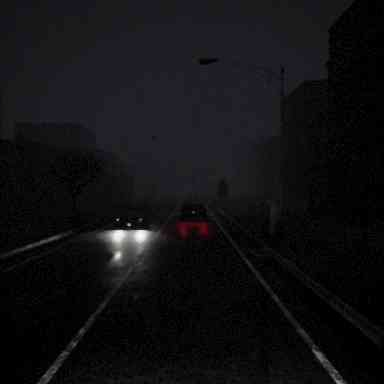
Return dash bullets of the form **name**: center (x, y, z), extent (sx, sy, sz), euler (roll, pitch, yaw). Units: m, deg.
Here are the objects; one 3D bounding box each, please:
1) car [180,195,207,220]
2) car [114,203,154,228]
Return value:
- **car**: center (0.111, 1.271, 25.972), extent (1.882, 1.535, 5.008), euler (0, 1, 0)
- **car**: center (-3.491, 1.405, 21.094), extent (2.033, 1.411, 5.357), euler (0, 1, 0)
